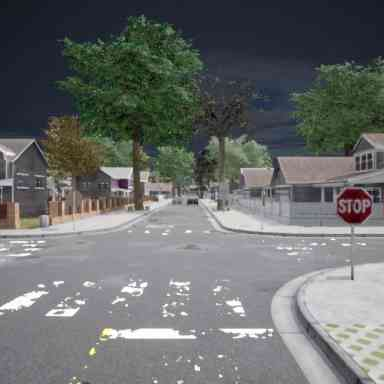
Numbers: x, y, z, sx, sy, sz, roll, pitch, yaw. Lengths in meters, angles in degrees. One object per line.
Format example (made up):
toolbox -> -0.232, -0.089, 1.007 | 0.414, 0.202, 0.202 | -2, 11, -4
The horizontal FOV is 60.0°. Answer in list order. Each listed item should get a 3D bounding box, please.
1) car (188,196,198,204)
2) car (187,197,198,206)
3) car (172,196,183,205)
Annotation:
car -> 0.134, 1.607, 67.321 | 1.994, 1.385, 4.181 | 0, 0, 0
car -> 0.113, 1.512, 56.902 | 1.882, 1.535, 5.008 | 0, 0, 0
car -> -2.629, 1.543, 61.078 | 1.837, 1.490, 4.892 | 0, 0, 0
